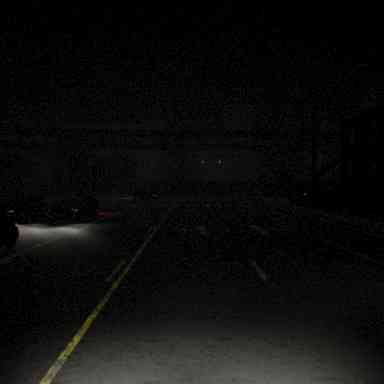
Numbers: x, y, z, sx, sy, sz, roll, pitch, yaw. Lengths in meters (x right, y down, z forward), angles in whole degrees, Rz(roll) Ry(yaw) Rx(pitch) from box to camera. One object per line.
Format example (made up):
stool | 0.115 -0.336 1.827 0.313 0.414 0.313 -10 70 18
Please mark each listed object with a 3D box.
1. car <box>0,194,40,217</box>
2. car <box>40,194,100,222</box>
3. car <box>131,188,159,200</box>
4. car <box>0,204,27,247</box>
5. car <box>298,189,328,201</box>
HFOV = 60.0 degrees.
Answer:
car | -10.718 0.926 20.767 1.837 1.490 4.892 0 2 0
car | -7.218 0.898 20.704 1.882 1.535 5.008 0 2 0
car | -6.455 0.232 45.305 1.837 1.490 4.892 -1 1 -44
car | -7.181 1.276 10.309 1.994 1.385 4.181 0 2 -2
car | 15.268 0.384 40.082 4.674 1.442 1.812 0 1 -3
